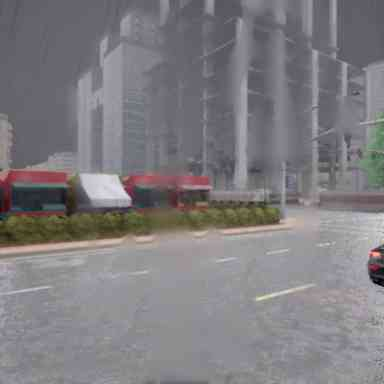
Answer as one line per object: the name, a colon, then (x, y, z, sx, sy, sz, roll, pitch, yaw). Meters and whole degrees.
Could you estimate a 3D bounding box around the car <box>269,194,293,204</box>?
car: (15.911, 1.237, 61.181, 1.905, 1.878, 3.866, 0, 0, -36)

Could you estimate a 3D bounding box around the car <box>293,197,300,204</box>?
car: (18.303, 1.244, 62.892, 1.905, 1.878, 3.866, 0, 0, -36)

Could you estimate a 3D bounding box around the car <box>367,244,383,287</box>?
car: (6.098, 1.550, 8.127, 4.674, 1.442, 1.812, 0, 0, -35)
